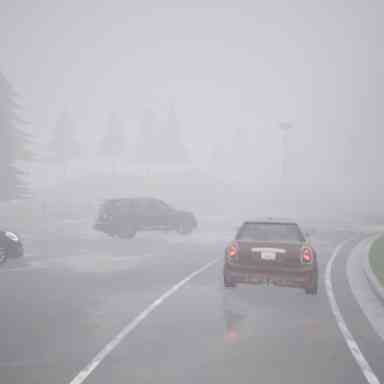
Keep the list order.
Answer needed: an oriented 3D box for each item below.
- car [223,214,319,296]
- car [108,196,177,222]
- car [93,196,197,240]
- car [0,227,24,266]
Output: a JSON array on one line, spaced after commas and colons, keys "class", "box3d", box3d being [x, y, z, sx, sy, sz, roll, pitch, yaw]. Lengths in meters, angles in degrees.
[{"class": "car", "box3d": [2.263, 1.422, 9.252, 2.097, 1.767, 4.553, 0, 0, 17]}, {"class": "car", "box3d": [-4.271, 1.395, 29.208, 5.566, 2.045, 2.150, 1, -1, -34]}, {"class": "car", "box3d": [-2.418, 1.330, 17.836, 5.566, 2.045, 2.150, 0, 0, -34]}, {"class": "car", "box3d": [-7.683, 1.388, 10.146, 4.553, 1.767, 2.097, 0, 0, -34]}]
